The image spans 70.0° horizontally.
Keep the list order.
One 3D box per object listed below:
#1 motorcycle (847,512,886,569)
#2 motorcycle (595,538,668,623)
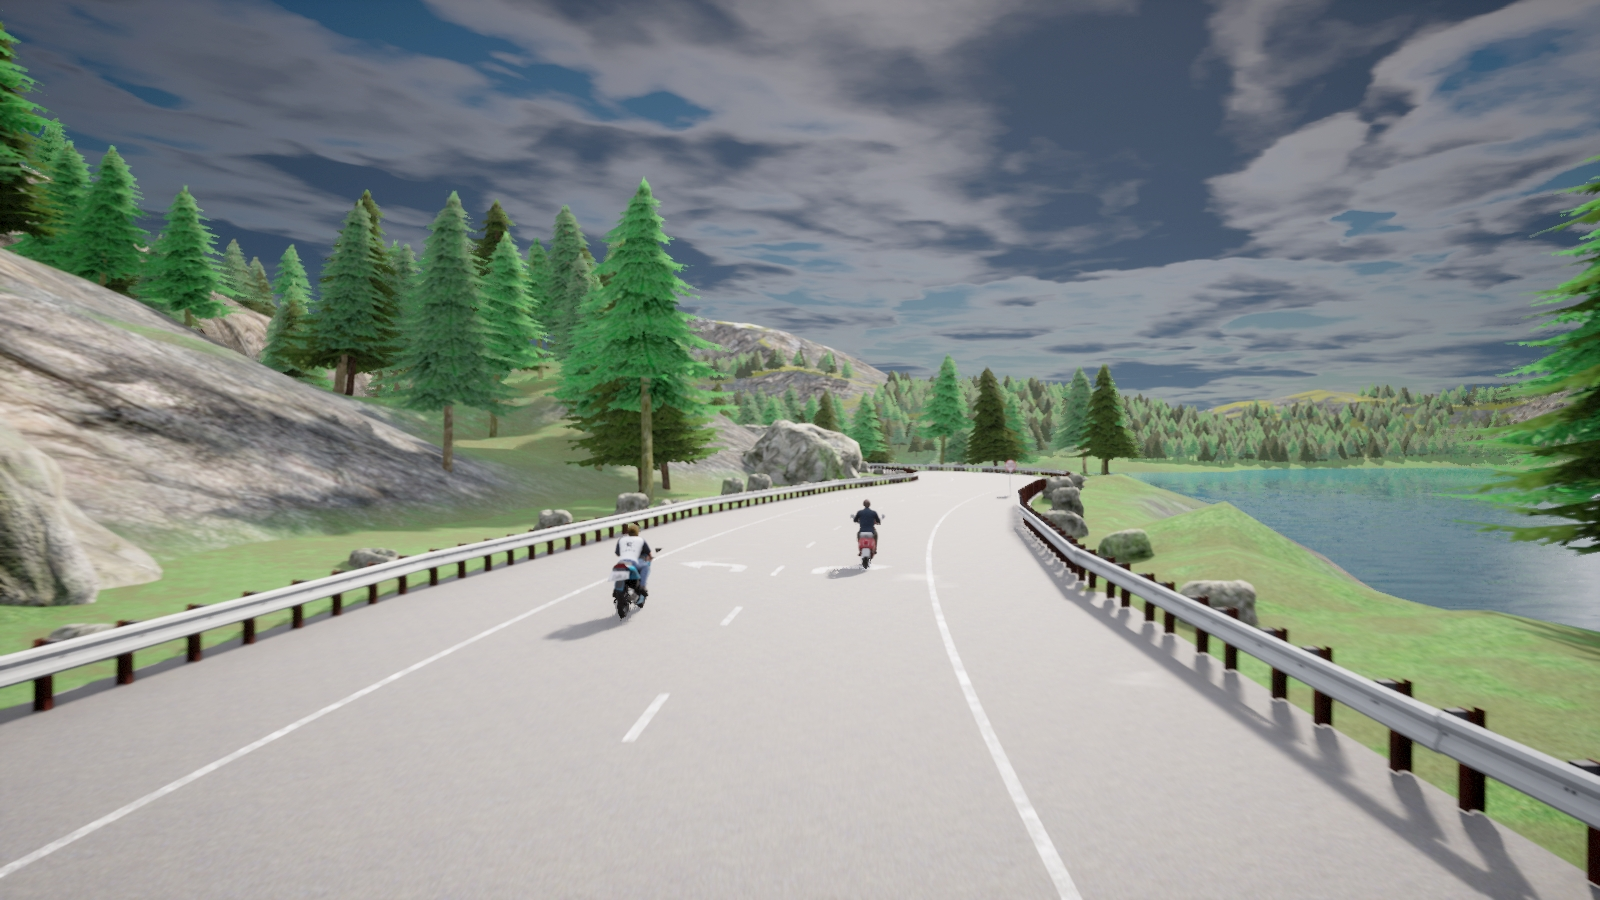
[{"bbox_3d":[1.627,2.182,27.757,0.856,1.236,1.805,0,0,6],"label":"motorcycle"},{"bbox_3d":[-2.834,2.176,19.418,0.803,1.217,2.033,0,0,4],"label":"motorcycle"}]
